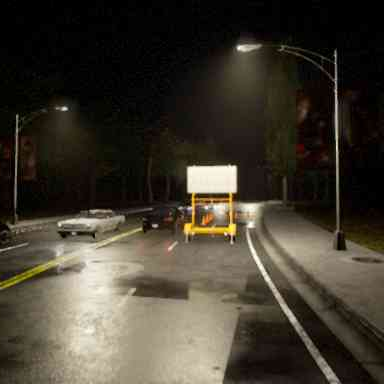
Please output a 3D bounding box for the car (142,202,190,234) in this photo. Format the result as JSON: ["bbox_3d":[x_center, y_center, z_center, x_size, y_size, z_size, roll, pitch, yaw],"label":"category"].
[{"bbox_3d":[-1.519,1.542,19.181,1.812,1.442,4.674,0,0,8],"label":"car"}]

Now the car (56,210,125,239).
[{"bbox_3d":[-5.241,1.634,17.748,1.895,1.301,4.718,0,0,8],"label":"car"}]

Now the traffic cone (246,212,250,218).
[{"bbox_3d":[4.816,1.935,28.560,0.340,0.580,0.340,0,0,10],"label":"traffic cone"}]

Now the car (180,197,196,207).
[{"bbox_3d":[-0.707,1.617,53.972,1.812,1.442,4.674,0,0,14],"label":"car"}]

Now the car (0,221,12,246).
[{"bbox_3d":[-9.051,1.602,12.923,1.994,1.385,4.181,0,0,6],"label":"car"}]

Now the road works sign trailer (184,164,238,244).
[{"bbox_3d":[0.979,0.468,16.030,2.380,3.560,2.880,0,0,10],"label":"road works sign trailer"}]

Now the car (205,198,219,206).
[{"bbox_3d":[3.465,1.673,57.468,1.895,1.301,4.718,0,0,14],"label":"car"}]
